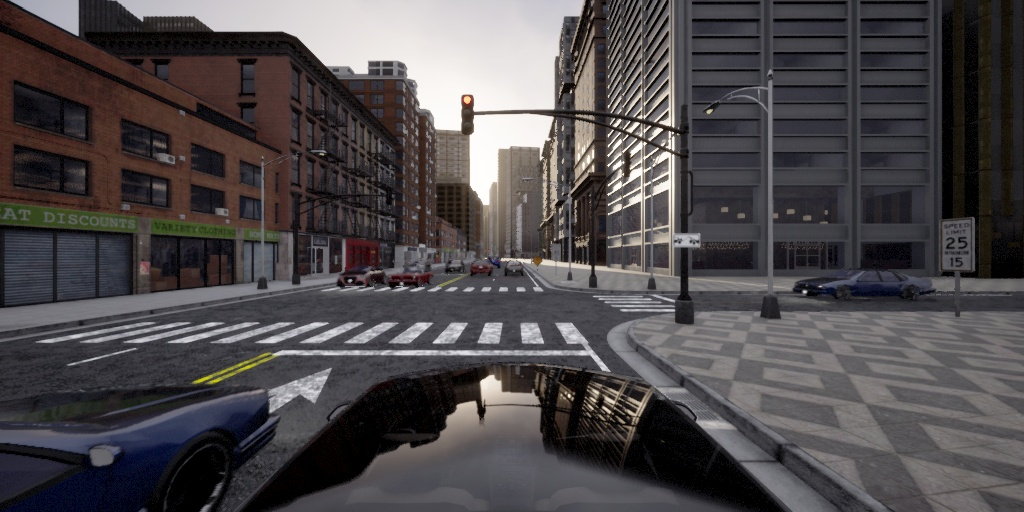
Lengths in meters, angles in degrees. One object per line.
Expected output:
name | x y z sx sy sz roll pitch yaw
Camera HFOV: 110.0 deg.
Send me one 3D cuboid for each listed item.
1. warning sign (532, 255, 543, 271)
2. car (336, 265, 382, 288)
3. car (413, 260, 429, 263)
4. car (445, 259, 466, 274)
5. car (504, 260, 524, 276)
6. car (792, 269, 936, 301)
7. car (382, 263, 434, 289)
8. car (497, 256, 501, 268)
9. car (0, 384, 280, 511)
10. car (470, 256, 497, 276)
warning sign | 2.988 0.848 42.157 1.300 1.860 1.060 0 0 0
car | -9.777 1.311 23.636 1.994 1.385 4.181 0 0 0
car | -9.726 1.228 37.694 2.128 1.511 4.902 0 0 0
car | -6.465 1.238 41.147 1.837 1.490 4.892 0 0 0
car | 0.223 1.228 37.803 2.128 1.511 4.902 0 0 0
car | 16.555 1.313 16.981 5.357 1.411 2.033 0 0 0
car | -6.528 1.348 23.473 1.895 1.301 4.718 0 0 0
car | -3.000 0.942 59.714 2.150 2.045 5.566 0 1 1
car | -3.151 1.297 0.937 2.033 1.411 5.357 0 0 0
car | -3.028 1.090 37.072 2.097 1.767 4.553 0 0 0
